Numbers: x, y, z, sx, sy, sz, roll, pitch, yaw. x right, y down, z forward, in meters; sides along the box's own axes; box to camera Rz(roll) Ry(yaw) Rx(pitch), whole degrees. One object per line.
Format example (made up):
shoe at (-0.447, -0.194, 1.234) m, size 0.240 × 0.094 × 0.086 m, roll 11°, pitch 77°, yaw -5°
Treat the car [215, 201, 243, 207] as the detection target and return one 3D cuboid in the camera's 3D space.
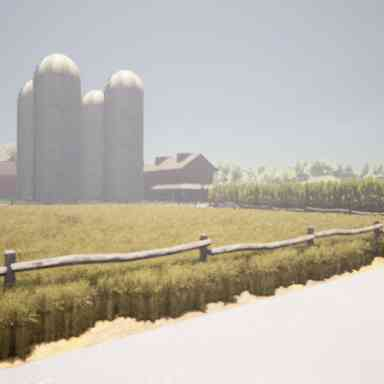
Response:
car at (4.654, 1.887, 42.219) m, size 1.994 × 1.385 × 4.181 m, roll 1°, pitch 0°, yaw -35°
